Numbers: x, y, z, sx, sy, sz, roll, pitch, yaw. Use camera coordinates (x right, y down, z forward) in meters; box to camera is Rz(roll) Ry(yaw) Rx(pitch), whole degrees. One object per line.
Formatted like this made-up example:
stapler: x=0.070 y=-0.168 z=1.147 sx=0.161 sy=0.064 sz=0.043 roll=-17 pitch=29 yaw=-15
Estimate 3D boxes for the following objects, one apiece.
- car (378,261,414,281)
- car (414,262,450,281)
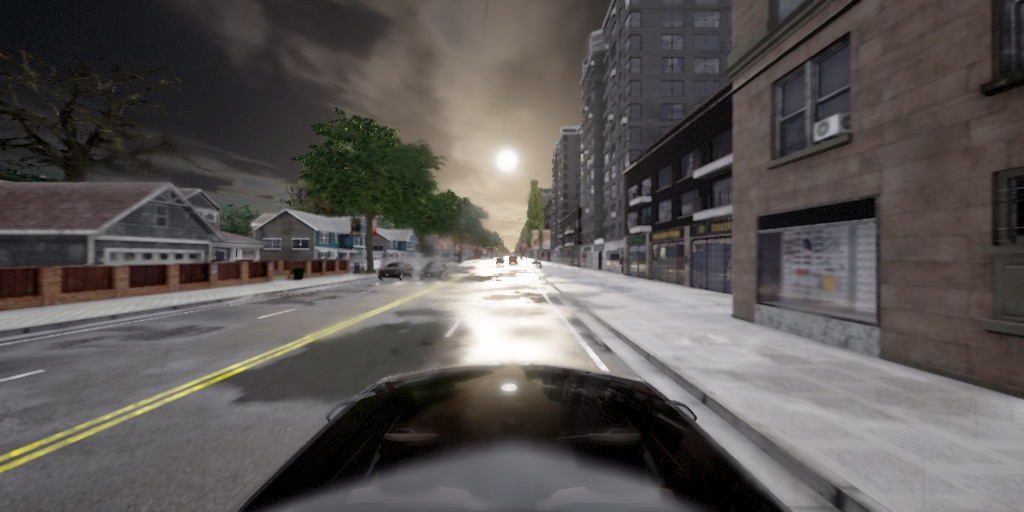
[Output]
car: x=-9.674 y=1.217 z=30.318 sx=1.882 sy=1.535 sz=5.008 roll=0 pitch=0 yaw=1
car: x=-6.422 y=1.256 z=30.212 sx=1.837 sy=1.490 sz=4.892 roll=0 pitch=0 yaw=0
